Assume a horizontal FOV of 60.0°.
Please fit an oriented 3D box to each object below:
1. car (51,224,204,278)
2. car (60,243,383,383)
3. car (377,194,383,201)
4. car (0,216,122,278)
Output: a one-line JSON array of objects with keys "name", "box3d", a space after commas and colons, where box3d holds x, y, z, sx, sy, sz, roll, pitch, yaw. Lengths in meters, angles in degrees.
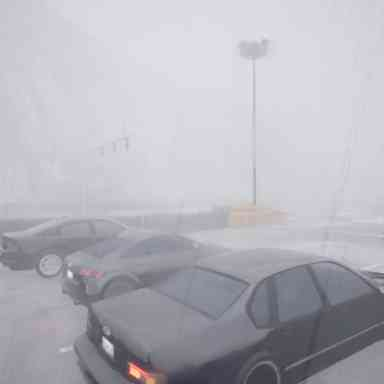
[{"name": "car", "box3d": [-0.716, 1.557, 7.595, 4.181, 1.385, 1.994, 0, 0, -35]}, {"name": "car", "box3d": [1.235, 1.540, 4.686, 5.357, 1.411, 2.033, 0, 0, -35]}, {"name": "car", "box3d": [38.859, 1.133, 66.624, 4.674, 1.442, 1.812, 0, 0, -36]}, {"name": "car", "box3d": [-3.041, 1.471, 10.238, 5.008, 1.535, 1.882, 0, 0, -35]}]
